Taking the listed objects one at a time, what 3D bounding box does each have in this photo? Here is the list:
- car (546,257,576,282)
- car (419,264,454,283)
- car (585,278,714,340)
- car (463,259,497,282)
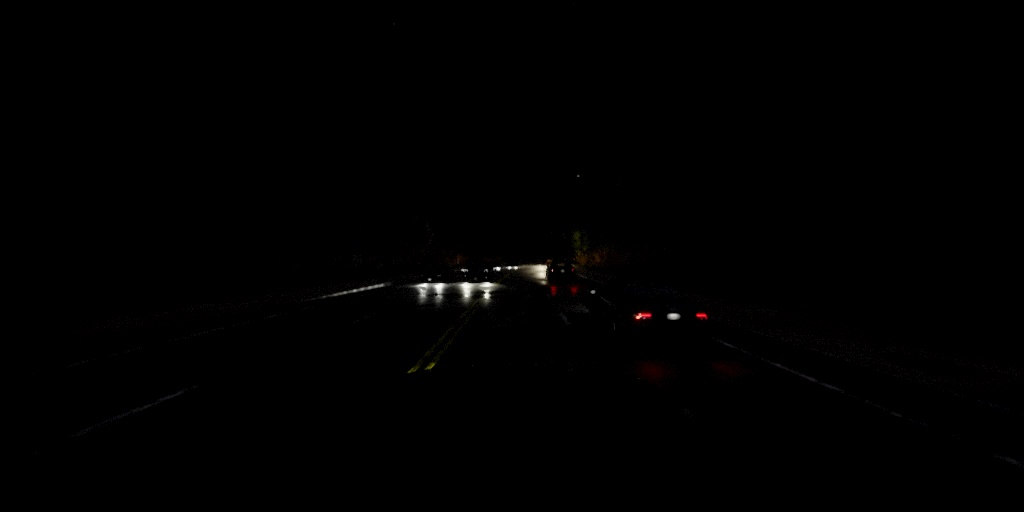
[{"bbox_3d":[3.963,1.175,29.561,2.097,1.767,4.553,0,0,2],"label":"car"},{"bbox_3d":[-6.012,1.366,29.282,2.033,1.411,5.357,0,0,2],"label":"car"},{"bbox_3d":[3.419,1.321,10.010,2.033,1.411,5.357,0,0,1],"label":"car"},{"bbox_3d":[-2.724,1.173,29.811,2.097,1.767,4.553,0,0,3],"label":"car"}]
